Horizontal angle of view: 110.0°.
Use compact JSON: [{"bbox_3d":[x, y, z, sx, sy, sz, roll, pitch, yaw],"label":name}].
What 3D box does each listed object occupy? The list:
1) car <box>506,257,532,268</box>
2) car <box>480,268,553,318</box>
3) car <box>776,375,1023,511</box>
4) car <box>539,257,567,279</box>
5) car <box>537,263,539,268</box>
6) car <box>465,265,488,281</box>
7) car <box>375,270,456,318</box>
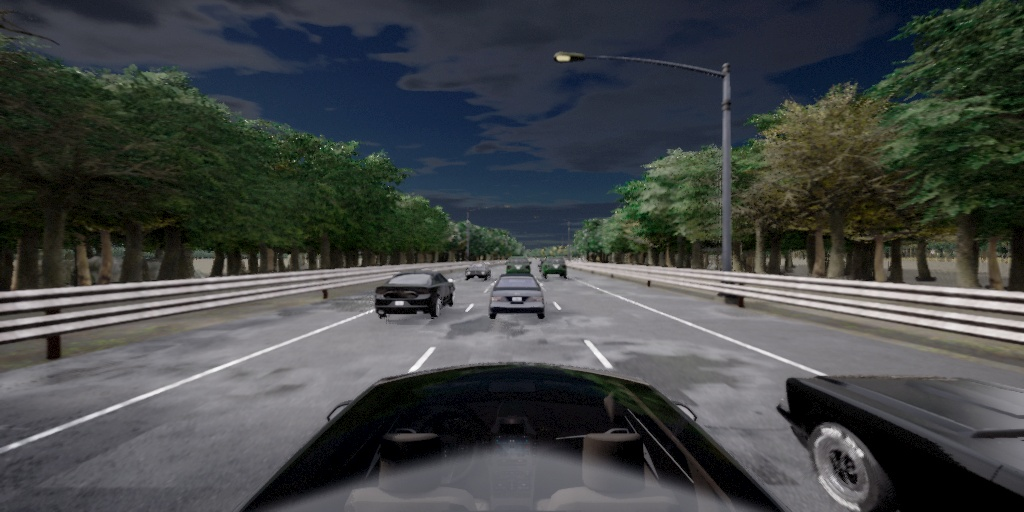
[{"bbox_3d":[0.618,1.112,32.857,2.150,2.045,5.566,0,0,2],"label":"car"},{"bbox_3d":[0.180,1.334,13.132,2.033,1.411,5.357,0,0,1],"label":"car"},{"bbox_3d":[3.502,1.352,1.318,1.895,1.301,4.718,0,0,0],"label":"car"},{"bbox_3d":[4.097,1.130,35.329,2.150,2.045,5.566,0,0,2],"label":"car"},{"bbox_3d":[4.584,1.507,47.243,1.837,1.490,4.892,0,-1,3],"label":"car"},{"bbox_3d":[-2.909,1.482,32.032,1.895,1.301,4.718,0,0,2],"label":"car"},{"bbox_3d":[-3.315,1.262,13.135,1.882,1.535,5.008,0,0,1],"label":"car"}]
